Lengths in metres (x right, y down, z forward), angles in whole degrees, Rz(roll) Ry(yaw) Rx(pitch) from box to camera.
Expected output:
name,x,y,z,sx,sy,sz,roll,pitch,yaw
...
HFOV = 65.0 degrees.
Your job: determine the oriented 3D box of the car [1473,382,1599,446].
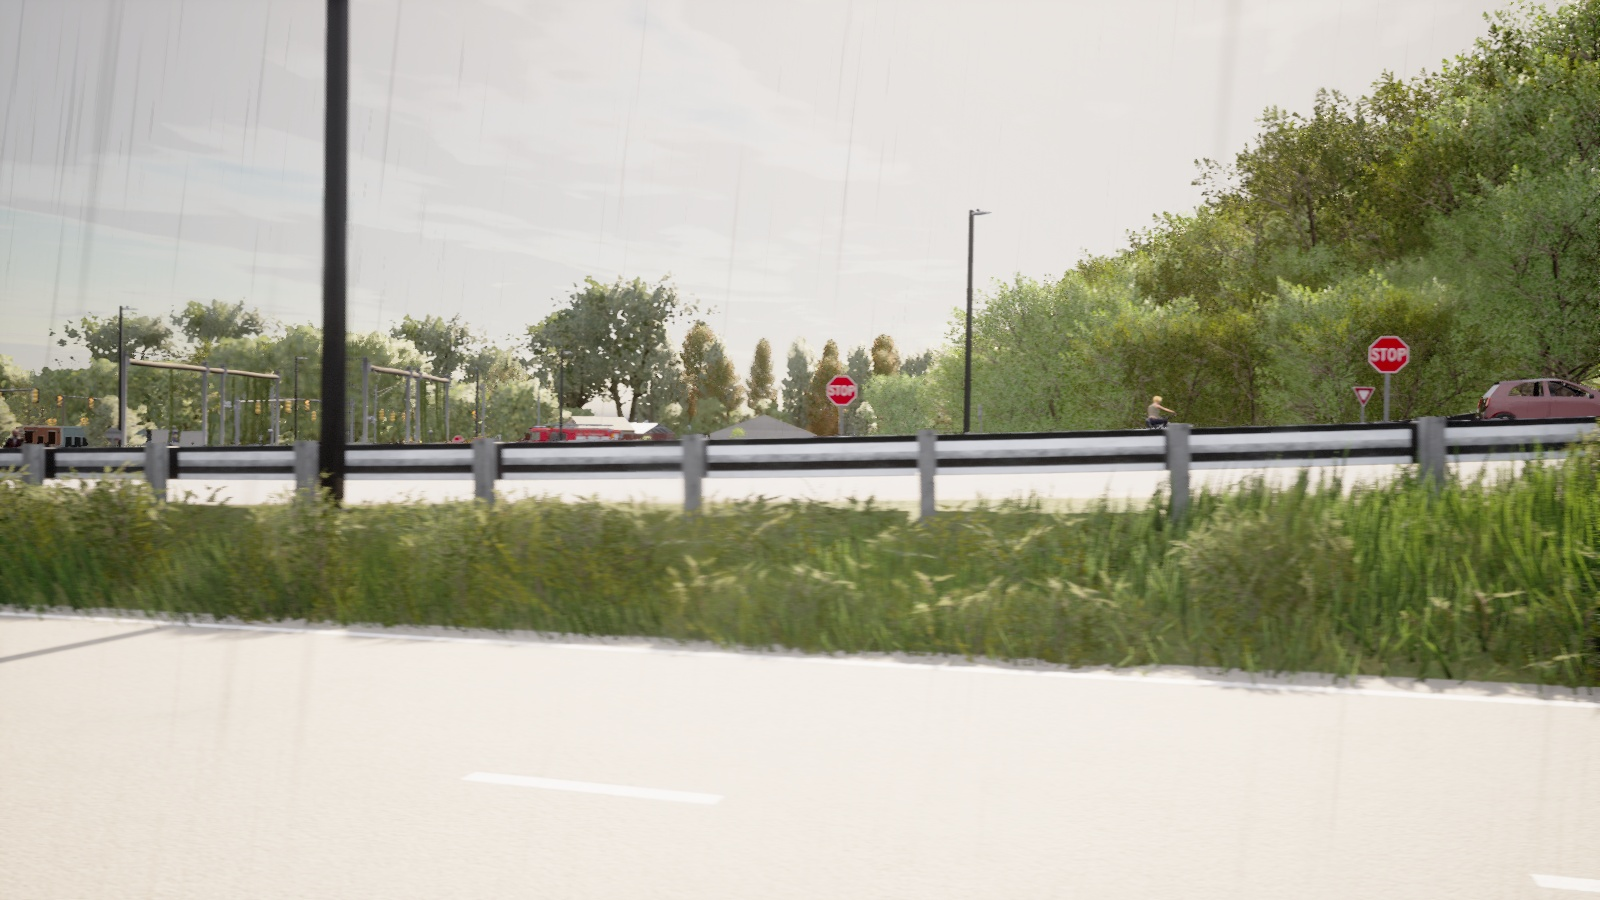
name,x,y,z,sx,sy,sz,roll,pitch,yaw
car,19.467,-0.921,32.206,3.633,1.501,1.845,-1,0,20
